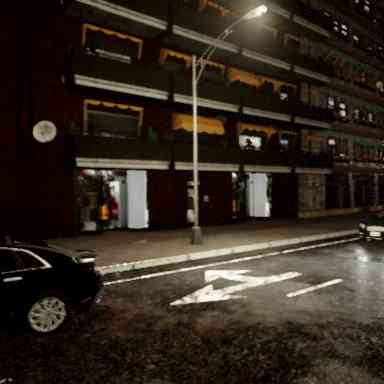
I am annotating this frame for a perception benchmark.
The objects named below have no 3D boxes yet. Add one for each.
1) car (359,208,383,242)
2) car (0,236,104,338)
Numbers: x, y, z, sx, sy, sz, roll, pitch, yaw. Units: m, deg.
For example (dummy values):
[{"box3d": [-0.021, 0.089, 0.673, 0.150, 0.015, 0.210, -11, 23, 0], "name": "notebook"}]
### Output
[{"box3d": [9.110, 1.360, 14.450, 4.902, 1.511, 2.128, 0, 0, -37], "name": "car"}, {"box3d": [-3.880, 1.510, 5.149, 4.892, 1.490, 1.837, 0, 0, -32], "name": "car"}]
